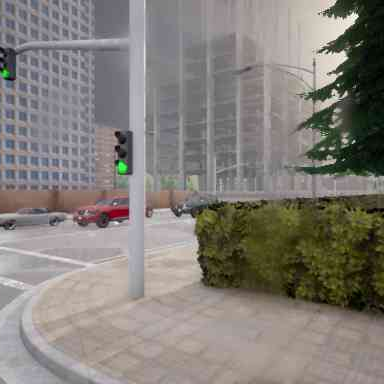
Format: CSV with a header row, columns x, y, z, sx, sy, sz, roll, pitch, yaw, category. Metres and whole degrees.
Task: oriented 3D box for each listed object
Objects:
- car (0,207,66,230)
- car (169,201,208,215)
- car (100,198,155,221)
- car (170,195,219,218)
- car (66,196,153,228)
x,y,z,sx,sy,sz,roll,pitch,yaw,category
-10.750,1.656,21.801,1.895,1.301,4.718,0,0,35,car
-0.309,1.656,36.444,1.895,1.301,4.718,0,0,36,car
-5.536,1.407,29.130,2.097,1.767,4.553,0,0,35,car
0.528,1.277,31.595,2.150,2.045,5.566,0,0,36,car
-5.508,1.277,23.168,2.150,2.045,5.566,0,0,33,car
